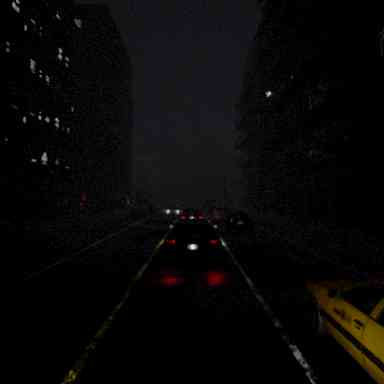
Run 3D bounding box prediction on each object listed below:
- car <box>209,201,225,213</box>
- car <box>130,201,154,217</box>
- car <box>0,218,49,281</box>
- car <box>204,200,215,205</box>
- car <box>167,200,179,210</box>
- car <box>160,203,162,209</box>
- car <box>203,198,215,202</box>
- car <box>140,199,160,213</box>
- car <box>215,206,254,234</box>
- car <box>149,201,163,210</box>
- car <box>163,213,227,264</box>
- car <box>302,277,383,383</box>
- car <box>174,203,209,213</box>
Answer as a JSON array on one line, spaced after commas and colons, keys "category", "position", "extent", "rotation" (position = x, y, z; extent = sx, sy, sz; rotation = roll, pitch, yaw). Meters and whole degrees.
[{"category": "car", "position": [2.834, 1.895, 31.724], "extent": [1.752, 1.417, 4.829], "rotation": [1, -1, 0]}, {"category": "car", "position": [-5.813, 1.983, 37.154], "extent": [2.008, 1.369, 4.403], "rotation": [1, -1, 0]}, {"category": "car", "position": [-5.698, 1.549, 9.316], "extent": [1.967, 1.590, 4.097], "rotation": [1, -1, 0]}, {"category": "car", "position": [2.834, 2.049, 42.690], "extent": [2.008, 1.369, 4.403], "rotation": [1, -1, 0]}, {"category": "car", "position": [-3.060, 2.119, 54.921], "extent": [1.882, 1.535, 5.008], "rotation": [0, -1, 0]}, {"category": "car", "position": [-5.815, 2.129, 48.290], "extent": [1.947, 1.339, 4.313], "rotation": [1, -1, 0]}, {"category": "car", "position": [2.835, 1.944, 53.827], "extent": [2.192, 1.841, 5.009], "rotation": [1, -1, 0]}, {"category": "car", "position": [-5.811, 1.813, 42.724], "extent": [2.192, 1.841, 5.009], "rotation": [1, -1, 0]}, {"category": "car", "position": [2.770, 1.811, 21.060], "extent": [1.947, 1.339, 4.313], "rotation": [1, -1, 0]}, {"category": "car", "position": [-5.815, 2.210, 53.857], "extent": [1.802, 1.307, 4.206], "rotation": [1, -1, 0]}, {"category": "car", "position": [0.047, 1.710, 12.439], "extent": [1.994, 1.385, 4.181], "rotation": [0, -1, 1]}, {"category": "car", "position": [2.709, 1.572, 3.886], "extent": [1.752, 1.417, 4.829], "rotation": [1, -1, 0]}, {"category": "car", "position": [0.019, 1.841, 25.162], "extent": [2.033, 1.411, 5.357], "rotation": [0, -1, 0]}]
